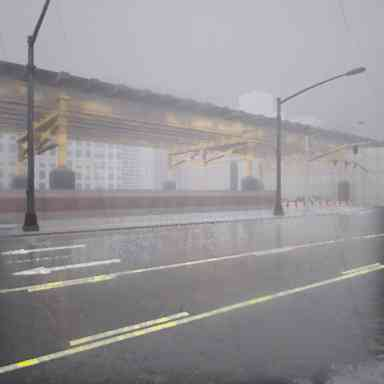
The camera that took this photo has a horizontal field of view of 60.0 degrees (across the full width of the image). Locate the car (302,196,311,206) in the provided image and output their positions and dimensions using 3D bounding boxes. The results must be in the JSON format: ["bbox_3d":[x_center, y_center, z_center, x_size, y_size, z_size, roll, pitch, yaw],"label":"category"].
[{"bbox_3d":[16.410,1.449,50.188,2.038,1.542,4.974,0,0,18],"label":"car"}]

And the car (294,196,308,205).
[{"bbox_3d":[16.426,1.291,50.238,1.853,1.218,4.536,0,0,18],"label":"car"}]

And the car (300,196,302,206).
[{"bbox_3d":[12.665,1.449,47.503,4.974,1.542,2.038,0,0,8],"label":"car"}]

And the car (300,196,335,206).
[{"bbox_3d":[20.320,1.449,53.948,4.974,1.542,2.038,0,0,-7],"label":"car"}]

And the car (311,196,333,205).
[{"bbox_3d":[20.269,1.291,53.941,4.536,1.218,1.853,0,0,-7],"label":"car"}]

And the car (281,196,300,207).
[{"bbox_3d":[12.613,1.291,47.510,4.536,1.218,1.853,0,0,8],"label":"car"}]
